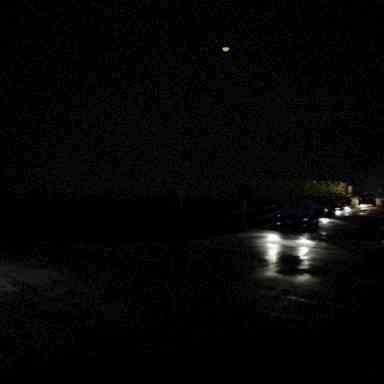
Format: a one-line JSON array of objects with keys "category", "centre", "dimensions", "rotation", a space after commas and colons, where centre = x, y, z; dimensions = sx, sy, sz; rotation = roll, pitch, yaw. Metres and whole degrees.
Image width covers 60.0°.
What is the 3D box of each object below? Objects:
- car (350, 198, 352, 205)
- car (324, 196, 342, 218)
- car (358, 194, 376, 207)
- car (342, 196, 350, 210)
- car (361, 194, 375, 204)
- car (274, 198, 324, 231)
[{"category": "car", "centre": [20.670, 1.162, 45.405], "dimensions": [1.895, 1.301, 4.718], "rotation": [2, 1, 29]}, {"category": "car", "centre": [10.793, 1.235, 27.567], "dimensions": [2.033, 1.411, 5.357], "rotation": [2, 1, 29]}, {"category": "car", "centre": [23.952, 0.996, 45.463], "dimensions": [2.097, 1.767, 4.553], "rotation": [2, 1, 29]}, {"category": "car", "centre": [15.700, 1.174, 36.432], "dimensions": [2.033, 1.411, 5.357], "rotation": [2, 1, 29]}, {"category": "car", "centre": [28.850, 1.138, 54.417], "dimensions": [1.994, 1.385, 4.181], "rotation": [2, 1, 29]}, {"category": "car", "centre": [6.089, 1.225, 18.958], "dimensions": [1.882, 1.535, 5.008], "rotation": [2, 1, 27]}]
